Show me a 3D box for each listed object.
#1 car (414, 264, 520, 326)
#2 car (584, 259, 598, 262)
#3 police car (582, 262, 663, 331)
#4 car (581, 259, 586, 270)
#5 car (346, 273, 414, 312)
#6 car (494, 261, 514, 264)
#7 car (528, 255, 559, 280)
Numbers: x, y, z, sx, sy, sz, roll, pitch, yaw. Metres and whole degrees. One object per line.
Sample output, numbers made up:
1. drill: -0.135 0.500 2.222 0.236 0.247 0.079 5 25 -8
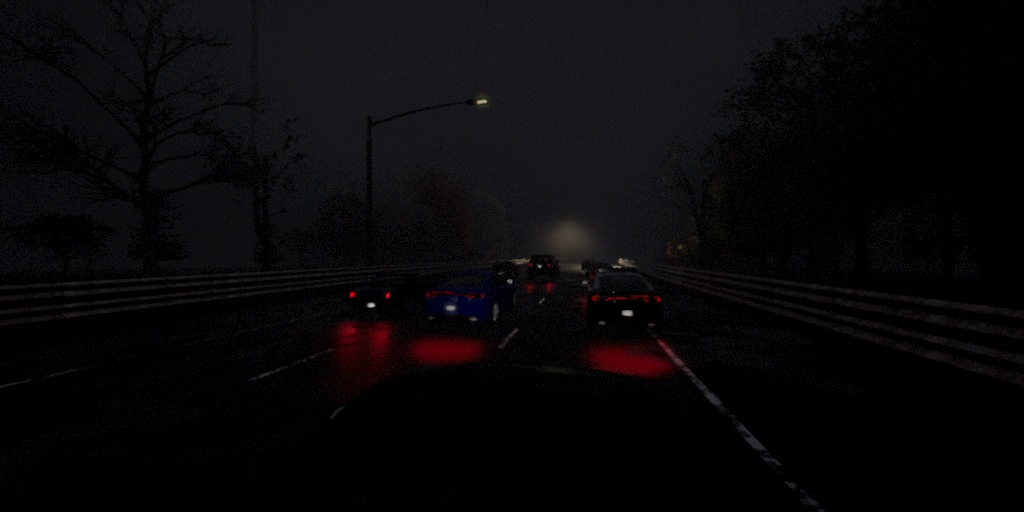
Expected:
1. car: -1.119 1.208 11.798 1.882 1.535 5.008 0 0 11
2. car: 6.399 1.204 26.484 1.837 1.490 4.892 0 0 12
3. police car: 3.249 1.153 11.114 1.930 1.638 5.238 0 0 11
4. car: 10.481 1.145 48.674 1.882 1.535 5.008 0 0 15
5. car: -4.249 1.329 14.108 1.895 1.301 4.718 0 0 11
6. car: -0.586 1.200 31.669 1.837 1.490 4.892 0 0 12
7. car: 2.743 0.916 30.526 2.150 2.045 5.566 0 0 12
